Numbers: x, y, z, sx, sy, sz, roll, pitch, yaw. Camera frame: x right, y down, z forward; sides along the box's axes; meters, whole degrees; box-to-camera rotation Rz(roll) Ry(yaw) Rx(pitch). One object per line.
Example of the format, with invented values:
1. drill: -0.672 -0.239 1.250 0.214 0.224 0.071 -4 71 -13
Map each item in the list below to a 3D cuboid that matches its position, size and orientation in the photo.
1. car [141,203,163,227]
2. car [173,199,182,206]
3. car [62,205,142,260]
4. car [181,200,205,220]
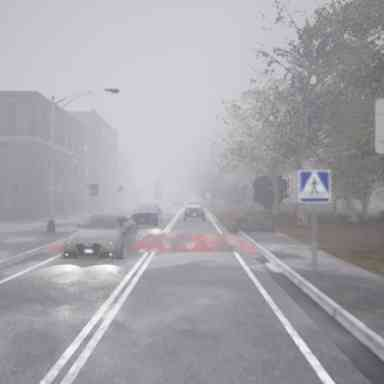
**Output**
1. car: -3.249 1.626 24.587 1.882 1.535 5.008 0 0 0
2. car: -2.876 2.225 69.133 2.033 1.411 5.357 0 -1 1
3. car: -3.313 1.547 12.624 1.994 1.385 4.181 0 5 0
4. car: 0.203 1.708 29.765 1.812 1.442 4.674 0 0 0
